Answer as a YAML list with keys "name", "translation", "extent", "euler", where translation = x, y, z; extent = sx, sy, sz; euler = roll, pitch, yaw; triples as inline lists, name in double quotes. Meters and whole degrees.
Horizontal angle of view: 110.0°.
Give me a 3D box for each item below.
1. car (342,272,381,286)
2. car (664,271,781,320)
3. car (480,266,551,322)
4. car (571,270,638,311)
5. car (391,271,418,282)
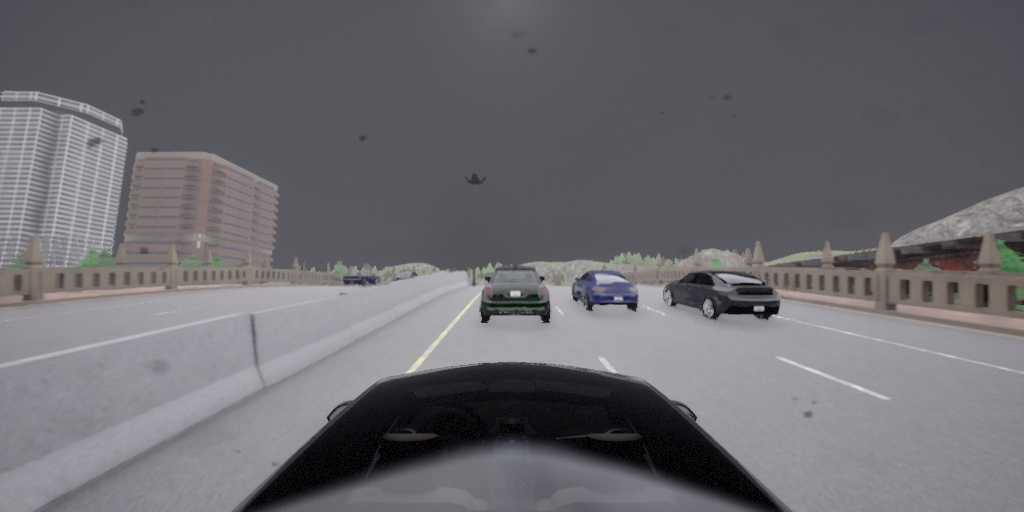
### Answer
- name: "car"
  translation: [-14.094, 2.149, 33.768]
  extent: [1.895, 1.301, 4.718]
  euler: [0, -5, 0]
- name: "car"
  translation: [7.100, 1.266, 12.720]
  extent: [1.837, 1.490, 4.892]
  euler: [0, 0, 0]
- name: "car"
  translation: [0.101, 1.112, 12.464]
  extent: [2.097, 1.767, 4.553]
  euler: [0, 0, 0]
- name: "car"
  translation: [3.601, 1.290, 14.423]
  extent: [1.812, 1.442, 4.674]
  euler: [0, 0, 0]
- name: "car"
  translation: [-10.589, 2.261, 36.160]
  extent: [1.837, 1.490, 4.892]
  euler: [0, -6, 0]
